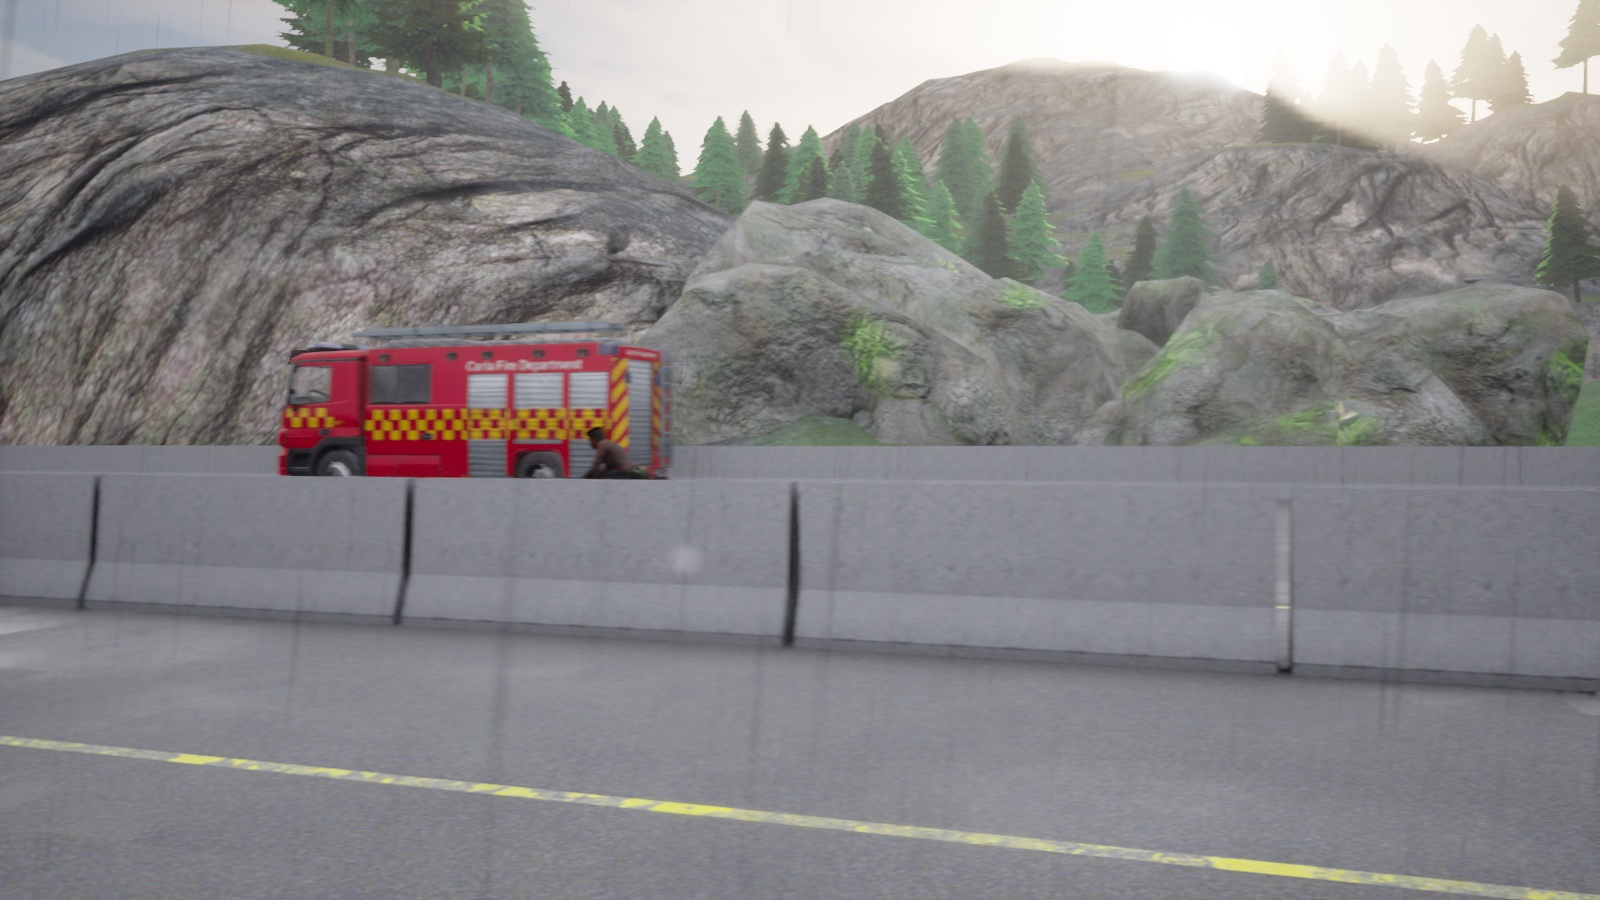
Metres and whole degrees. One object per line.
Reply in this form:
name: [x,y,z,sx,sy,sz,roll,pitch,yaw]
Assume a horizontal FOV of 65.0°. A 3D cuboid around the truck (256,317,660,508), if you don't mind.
truck: [-7.581,-0.813,27.881,8.468,3.827,2.891,1,1,19]
